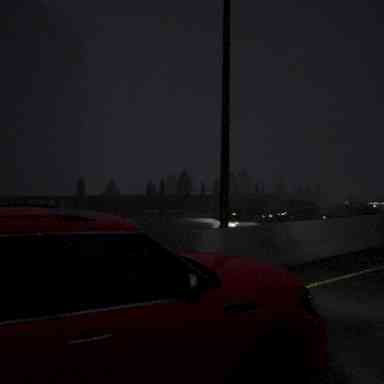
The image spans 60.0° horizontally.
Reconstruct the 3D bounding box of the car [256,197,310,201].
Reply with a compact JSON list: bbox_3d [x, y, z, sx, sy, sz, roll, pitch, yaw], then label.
[{"bbox_3d":[6.612,1.214,21.862,4.892,1.490,1.837,0,2,-41],"label":"car"}]

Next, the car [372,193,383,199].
[{"bbox_3d":[30.493,0.960,54.309,1.812,1.442,4.674,1,1,25],"label":"car"}]

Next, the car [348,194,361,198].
[{"bbox_3d":[27.848,0.964,56.947,1.895,1.301,4.718,1,1,24],"label":"car"}]

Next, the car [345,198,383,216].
[{"bbox_3d":[9.704,1.321,19.866,5.357,1.411,2.033,0,1,-42],"label":"car"}]

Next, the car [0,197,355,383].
[{"bbox_3d":[-1.277,1.151,3.038,5.566,2.045,2.150,0,1,-30],"label":"car"}]
